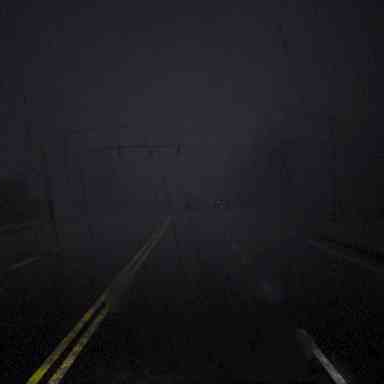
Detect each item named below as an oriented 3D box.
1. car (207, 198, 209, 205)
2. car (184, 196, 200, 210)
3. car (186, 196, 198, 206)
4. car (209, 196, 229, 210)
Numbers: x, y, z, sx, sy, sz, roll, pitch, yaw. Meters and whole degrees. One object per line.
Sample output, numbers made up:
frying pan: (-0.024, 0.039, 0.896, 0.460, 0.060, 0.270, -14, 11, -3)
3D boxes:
car: (3.486, 1.376, 51.443, 1.812, 1.442, 4.674, 0, 0, 0)
car: (-0.011, 1.443, 41.442, 1.994, 1.385, 4.181, 0, 0, 0)
car: (-0.014, 1.355, 51.442, 1.837, 1.490, 4.892, 0, 0, 0)
car: (3.489, 1.385, 41.026, 1.837, 1.490, 4.892, 0, 0, 0)
